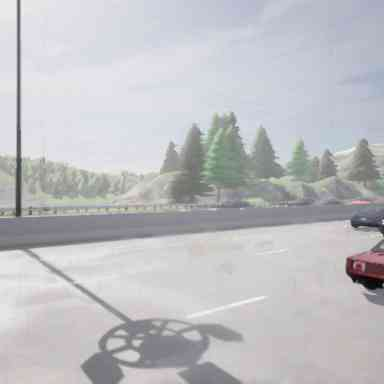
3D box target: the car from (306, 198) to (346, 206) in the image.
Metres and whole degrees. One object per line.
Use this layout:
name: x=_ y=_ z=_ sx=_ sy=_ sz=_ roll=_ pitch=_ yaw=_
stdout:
car: x=17.280 y=1.558 z=41.946 sx=5.357 sy=1.411 sz=2.033 roll=0 pitch=0 yaw=-34

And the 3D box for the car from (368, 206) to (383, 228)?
car: x=10.778 y=1.497 z=15.739 sx=4.902 sy=1.511 sz=2.128 roll=0 pitch=0 yaw=-36

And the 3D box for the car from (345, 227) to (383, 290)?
car: x=5.729 y=1.603 z=7.837 sx=4.718 sy=1.301 sz=1.895 roll=0 pitch=0 yaw=-35

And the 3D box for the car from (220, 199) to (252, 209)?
car: x=5.622 y=1.573 z=42.359 sx=4.181 sy=1.385 sz=1.994 roll=0 pitch=0 yaw=-35

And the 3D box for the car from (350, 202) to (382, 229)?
car: x=11.726 y=1.570 z=20.717 sx=4.181 sy=1.385 sz=1.994 roll=0 pitch=0 yaw=-36

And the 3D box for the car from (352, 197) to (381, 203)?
car: x=21.231 y=1.363 z=40.460 sx=4.553 sy=1.767 sz=2.097 roll=0 pitch=0 yaw=-37

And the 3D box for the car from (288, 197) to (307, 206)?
car: x=14.947 y=1.516 z=44.553 sx=4.892 sy=1.490 sz=1.837 roll=-1 pitch=0 yaw=-34
